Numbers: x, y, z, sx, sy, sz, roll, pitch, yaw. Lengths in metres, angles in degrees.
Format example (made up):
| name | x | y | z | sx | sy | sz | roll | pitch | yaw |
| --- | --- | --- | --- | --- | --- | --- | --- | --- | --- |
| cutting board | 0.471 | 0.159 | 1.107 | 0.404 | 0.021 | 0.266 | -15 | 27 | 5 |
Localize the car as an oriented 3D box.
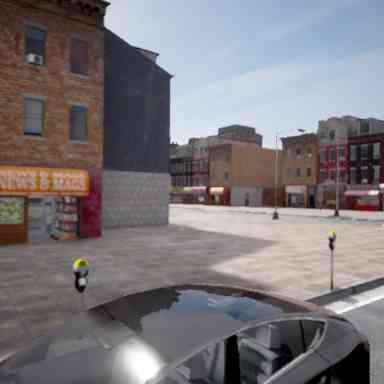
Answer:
| name | x | y | z | sx | sy | sz | roll | pitch | yaw |
| --- | --- | --- | --- | --- | --- | --- | --- | --- | --- |
| car | -0.314 | 1.573 | 2.578 | 4.313 | 1.339 | 1.947 | 0 | 0 | -35 |
